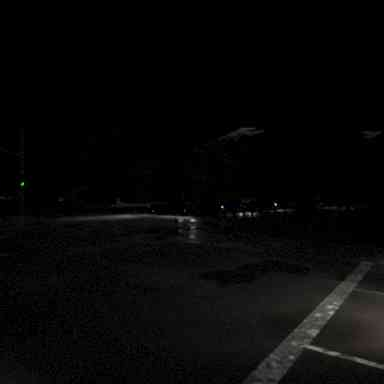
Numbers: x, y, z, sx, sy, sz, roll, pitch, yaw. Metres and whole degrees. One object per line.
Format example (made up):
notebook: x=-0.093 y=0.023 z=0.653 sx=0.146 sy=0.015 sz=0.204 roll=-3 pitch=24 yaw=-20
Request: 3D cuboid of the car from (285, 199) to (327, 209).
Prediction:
car: x=15.001 y=1.425 z=43.706 sx=4.902 sy=1.511 sz=2.128 roll=0 pitch=0 yaw=-35

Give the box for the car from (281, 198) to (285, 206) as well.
car: x=11.668 y=1.459 z=45.759 sx=5.357 sy=1.411 sz=2.033 roll=0 pitch=0 yaw=-37

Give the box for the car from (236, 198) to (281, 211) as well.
car: x=7.618 y=1.423 z=37.973 sx=4.892 sy=1.490 sz=1.837 roll=0 pitch=0 yaw=-41

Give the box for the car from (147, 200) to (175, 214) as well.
car: x=-2.188 y=1.489 z=33.288 sx=1.895 sy=1.301 sz=4.718 roll=0 pitch=0 yaw=43

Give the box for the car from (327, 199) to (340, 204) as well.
car: x=19.781 y=1.285 z=50.826 sx=4.553 sy=1.767 sz=2.097 roll=0 pitch=0 yaw=-28

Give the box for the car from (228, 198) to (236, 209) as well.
car: x=4.267 y=1.423 z=39.662 sx=4.674 sy=1.442 sz=1.812 roll=0 pitch=0 yaw=-42

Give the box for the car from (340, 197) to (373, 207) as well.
car: x=23.942 y=1.434 z=49.107 sx=5.008 sy=1.535 sz=1.882 roll=0 pitch=0 yaw=-28

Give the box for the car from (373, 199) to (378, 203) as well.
car: x=28.791 y=1.523 z=55.257 sx=4.181 sy=1.385 sz=1.994 roll=0 pitch=0 yaw=-22

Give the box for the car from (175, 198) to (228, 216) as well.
car: x=0.970 y=1.413 z=31.482 sx=1.837 sy=1.490 sz=4.892 roll=0 pitch=0 yaw=43
